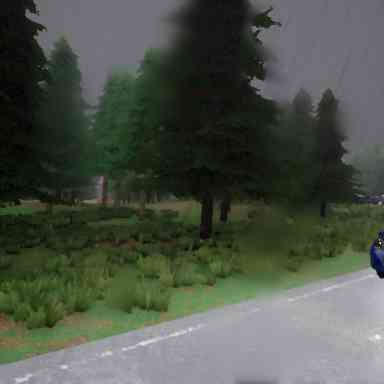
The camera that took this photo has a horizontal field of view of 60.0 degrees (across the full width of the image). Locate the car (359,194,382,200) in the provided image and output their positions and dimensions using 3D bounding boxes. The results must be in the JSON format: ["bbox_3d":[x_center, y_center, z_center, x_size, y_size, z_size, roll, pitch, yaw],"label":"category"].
[{"bbox_3d":[20.666,0.842,41.977,2.033,1.411,5.357,4,2,-13],"label":"car"}]

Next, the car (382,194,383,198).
[{"bbox_3d":[23.832,1.018,42.600,1.882,1.535,5.008,4,2,-13],"label":"car"}]

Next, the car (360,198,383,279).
[{"bbox_3d":[7.051,1.242,8.919,5.566,2.045,2.150,0,0,-36],"label":"car"}]
